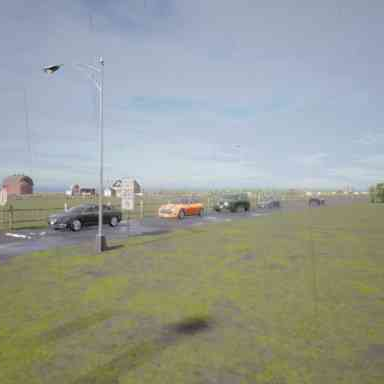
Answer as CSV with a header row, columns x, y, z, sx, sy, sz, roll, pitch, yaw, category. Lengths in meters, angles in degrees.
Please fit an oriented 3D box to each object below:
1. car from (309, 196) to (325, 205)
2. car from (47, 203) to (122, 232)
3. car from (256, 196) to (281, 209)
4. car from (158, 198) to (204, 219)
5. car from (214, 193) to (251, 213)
x,y,z,sx,sy,sz,roll,pitch,yaw,category
21.296,1.486,56.666,1.837,1.490,4.892,1,0,34,car
-6.428,1.475,20.407,1.837,1.490,4.892,1,0,32,car
10.617,1.304,45.899,2.097,1.767,4.553,1,0,34,car
-0.879,1.315,28.775,2.097,1.767,4.553,1,0,34,car
4.593,1.174,36.947,2.150,2.045,5.566,1,1,34,car
